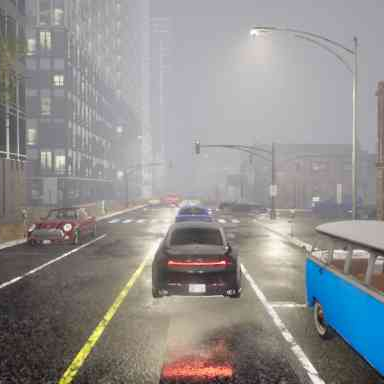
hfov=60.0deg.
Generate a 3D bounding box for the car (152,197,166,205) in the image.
[{"bbox_3d":[-5.736,1.551,58.651,1.947,1.339,4.313,-1,0,0],"label":"car"}]

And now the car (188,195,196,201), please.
[{"bbox_3d":[-0.092,1.481,79.533,1.837,1.490,4.892,0,0,0],"label":"car"}]

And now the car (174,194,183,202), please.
[{"bbox_3d":[-3.089,1.337,77.162,2.097,1.767,4.553,0,0,0],"label":"car"}]

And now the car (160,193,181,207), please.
[{"bbox_3d":[-3.161,1.203,50.907,2.150,2.045,5.566,0,1,0],"label":"car"}]

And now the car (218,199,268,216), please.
[{"bbox_3d":[5.106,1.512,33.504,4.902,1.511,2.128,1,1,22],"label":"car"}]

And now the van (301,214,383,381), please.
[{"bbox_3d":[2.669,1.340,3.986,1.690,1.788,3.998,-1,0,0],"label":"van"}]

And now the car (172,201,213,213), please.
[{"bbox_3d":[0.070,1.472,17.956,1.882,1.535,5.008,0,0,0],"label":"car"}]

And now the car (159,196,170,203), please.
[{"bbox_3d":[-5.749,1.549,69.940,1.947,1.339,4.313,-1,0,0],"label":"car"}]

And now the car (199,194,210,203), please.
[{"bbox_3d":[2.594,1.298,69.895,2.192,1.841,5.009,-1,0,0],"label":"car"}]

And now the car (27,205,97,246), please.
[{"bbox_3d":[-5.722,1.436,15.060,1.967,1.590,4.097,-1,0,0],"label":"car"}]

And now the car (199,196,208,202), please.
[{"bbox_3d":[2.592,1.564,75.539,1.802,1.307,4.206,-1,0,0],"label":"car"}]

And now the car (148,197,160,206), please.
[{"bbox_3d":[-5.901,1.512,52.838,1.752,1.417,4.829,-1,0,0],"label":"car"}]

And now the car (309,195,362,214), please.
[{"bbox_3d":[15.508,1.349,35.748,5.566,2.045,2.150,1,1,1],"label":"car"}]

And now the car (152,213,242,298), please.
[{"bbox_3d":[0.088,1.502,8.468,1.837,1.490,4.892,0,0,0],"label":"car"}]

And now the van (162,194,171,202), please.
[{"bbox_3d":[-5.759,1.324,75.584,1.690,1.788,3.998,-1,0,0],"label":"van"}]

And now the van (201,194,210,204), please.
[{"bbox_3d":[2.601,1.325,64.251,1.690,1.788,3.998,-1,0,0],"label":"van"}]

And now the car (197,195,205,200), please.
[{"bbox_3d":[2.572,1.531,92.471,2.008,1.369,4.403,-1,0,0],"label":"car"}]

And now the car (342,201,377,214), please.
[{"bbox_3d":[16.382,1.793,29.957,4.313,1.339,1.947,1,0,1],"label":"car"}]

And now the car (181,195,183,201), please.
[{"bbox_3d":[-3.105,1.476,66.193,2.128,1.511,4.902,0,0,0],"label":"car"}]

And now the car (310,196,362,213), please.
[{"bbox_3d":[16.481,1.411,38.334,5.009,1.841,2.192,1,0,1],"label":"car"}]

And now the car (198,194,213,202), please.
[{"bbox_3d":[2.609,1.425,58.607,1.967,1.590,4.097,-1,0,0],"label":"car"}]
